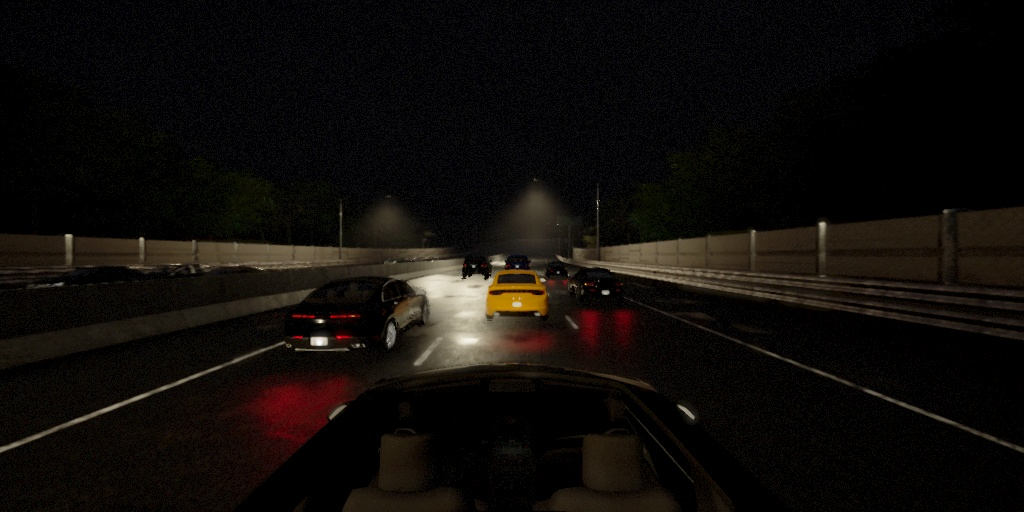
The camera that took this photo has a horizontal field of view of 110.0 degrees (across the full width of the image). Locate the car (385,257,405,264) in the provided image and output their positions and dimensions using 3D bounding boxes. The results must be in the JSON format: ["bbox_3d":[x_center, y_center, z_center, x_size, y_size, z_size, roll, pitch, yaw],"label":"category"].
[{"bbox_3d":[-19.576,0.988,60.044,2.097,1.767,4.553,0,0,3],"label":"car"}]

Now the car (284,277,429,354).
[{"bbox_3d":[-3.368,1.244,8.720,1.837,1.490,4.892,0,0,0],"label":"car"}]

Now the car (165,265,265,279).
[{"bbox_3d":[-13.969,1.246,17.837,1.812,1.442,4.674,0,0,1],"label":"car"}]

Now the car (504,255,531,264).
[{"bbox_3d":[0.498,0.930,31.391,2.150,2.045,5.566,0,0,1],"label":"car"}]

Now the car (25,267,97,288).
[{"bbox_3d":[-20.967,1.242,18.112,1.812,1.442,4.674,0,0,1],"label":"car"}]

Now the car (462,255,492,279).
[{"bbox_3d":[-3.001,0.928,31.481,2.150,2.045,5.566,0,0,1],"label":"car"}]

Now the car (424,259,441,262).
[{"bbox_3d":[-12.586,1.207,59.808,1.994,1.385,4.181,0,0,3],"label":"car"}]

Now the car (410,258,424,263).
[{"bbox_3d":[-15.995,1.125,61.519,2.128,1.511,4.902,0,0,4],"label":"car"}]

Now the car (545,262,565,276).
[{"bbox_3d":[4.055,1.234,33.356,1.812,1.442,4.674,0,0,2],"label":"car"}]

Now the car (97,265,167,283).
[{"bbox_3d":[-17.459,1.209,18.557,2.128,1.511,4.902,0,0,1],"label":"car"}]

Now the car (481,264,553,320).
[{"bbox_3d":[0.166,1.213,12.576,1.882,1.535,5.008,0,0,1],"label":"car"}]

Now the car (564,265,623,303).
[{"bbox_3d":[3.724,1.257,16.414,1.812,1.442,4.674,0,0,1],"label":"car"}]
